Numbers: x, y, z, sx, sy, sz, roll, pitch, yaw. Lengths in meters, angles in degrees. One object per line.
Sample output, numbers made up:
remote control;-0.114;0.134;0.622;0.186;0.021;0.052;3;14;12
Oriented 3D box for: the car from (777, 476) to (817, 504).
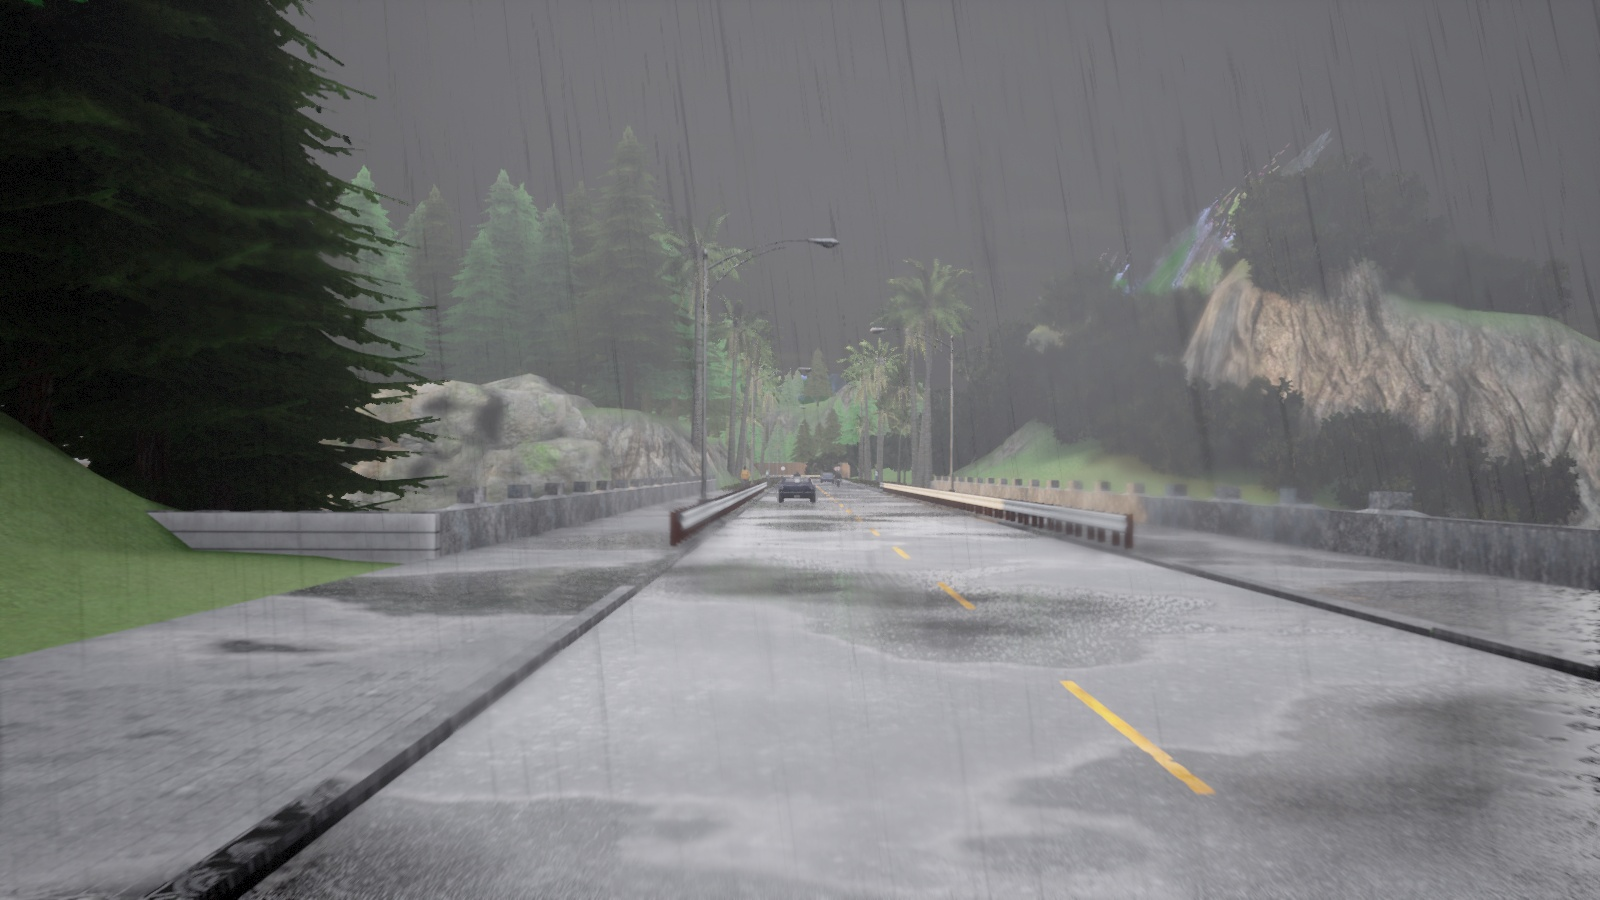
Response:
car;-0.134;1.960;62.387;1.895;1.301;4.718;0;-1;0
